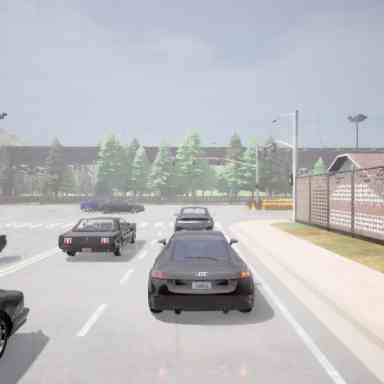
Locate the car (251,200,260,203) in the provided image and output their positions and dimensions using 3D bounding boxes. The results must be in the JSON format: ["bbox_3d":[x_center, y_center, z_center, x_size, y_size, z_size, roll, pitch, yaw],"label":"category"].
[{"bbox_3d":[11.749,1.601,52.386,4.718,1.301,1.895,0,0,-2],"label":"car"}]

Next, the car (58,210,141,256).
[{"bbox_3d":[-3.399,1.601,12.997,1.895,1.301,4.718,0,0,0],"label":"car"}]

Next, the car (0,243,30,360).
[{"bbox_3d":[-3.399,1.547,2.602,2.033,1.411,5.357,0,0,0],"label":"car"}]

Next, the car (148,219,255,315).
[{"bbox_3d":[0.147,1.564,7.677,1.994,1.385,4.181,0,0,-1],"label":"car"}]

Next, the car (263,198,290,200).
[{"bbox_3d":[12.287,1.601,45.367,4.718,1.301,1.895,0,0,-3],"label":"car"}]

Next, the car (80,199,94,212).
[{"bbox_3d":[-10.042,1.477,37.508,5.008,1.535,1.882,0,0,-2],"label":"car"}]

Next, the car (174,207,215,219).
[{"bbox_3d":[0.118,1.492,16.580,2.128,1.511,4.902,0,0,1],"label":"car"}]

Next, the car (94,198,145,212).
[{"bbox_3d":[-7.215,1.525,34.092,4.674,1.442,1.812,0,0,-2],"label":"car"}]

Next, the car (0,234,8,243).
[{"bbox_3d":[-7.083,1.601,8.855,1.895,1.301,4.718,0,0,0],"label":"car"}]
